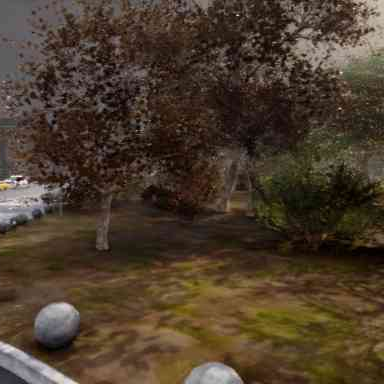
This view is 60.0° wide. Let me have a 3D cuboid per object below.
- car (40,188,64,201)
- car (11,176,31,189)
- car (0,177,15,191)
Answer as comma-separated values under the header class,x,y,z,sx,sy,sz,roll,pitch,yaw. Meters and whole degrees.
class,x,y,z,sx,sy,sz,roll,pitch,yaw
car,-12.929,0.263,32.490,1.895,1.301,4.718,0,4,-1
car,-27.868,-1.539,52.993,2.435,2.045,5.566,0,4,0
car,-27.922,-0.902,47.214,1.946,1.575,5.366,0,4,1
